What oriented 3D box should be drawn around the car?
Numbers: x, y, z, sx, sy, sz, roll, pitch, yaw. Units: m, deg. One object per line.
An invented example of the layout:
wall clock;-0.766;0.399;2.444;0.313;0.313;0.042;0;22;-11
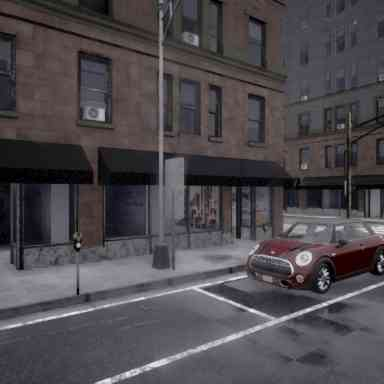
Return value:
car;3.312;1.440;8.722;4.097;1.590;1.967;0;0;-37
